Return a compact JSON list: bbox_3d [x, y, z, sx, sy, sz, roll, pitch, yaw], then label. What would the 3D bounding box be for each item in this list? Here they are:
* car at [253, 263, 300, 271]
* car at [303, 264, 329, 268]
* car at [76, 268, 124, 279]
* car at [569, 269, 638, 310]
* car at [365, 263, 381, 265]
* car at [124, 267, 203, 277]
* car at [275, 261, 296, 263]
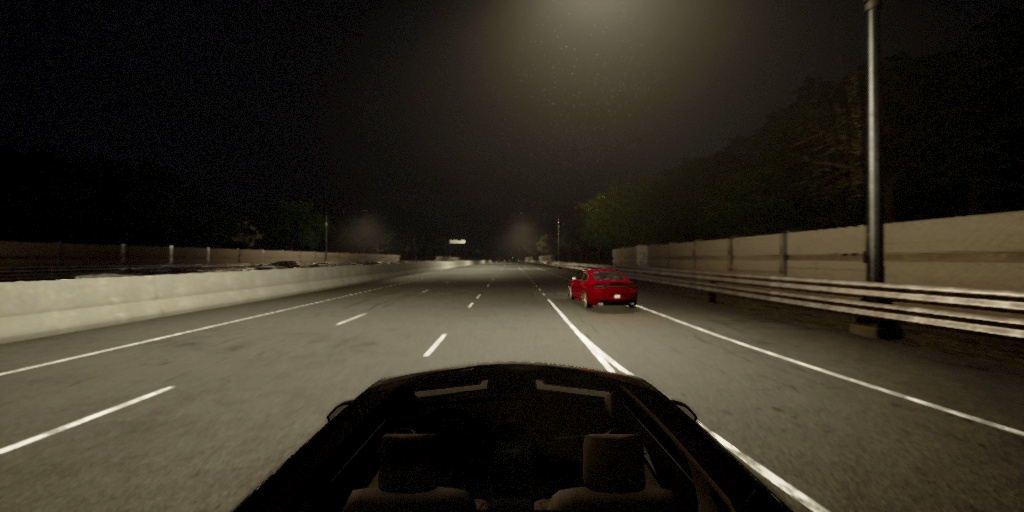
[{"bbox_3d":[-17.578,1.435,25.935,1.812,1.442,4.674,0,0,0],"label":"car"},{"bbox_3d":[-24.564,1.637,45.216,1.895,1.301,4.718,0,0,0],"label":"car"},{"bbox_3d":[-28.078,1.512,25.917,1.895,1.301,4.718,0,0,0],"label":"car"},{"bbox_3d":[3.726,1.313,15.361,1.882,1.535,5.008,0,0,-1],"label":"car"},{"bbox_3d":[-17.580,1.559,45.005,1.812,1.442,4.674,0,-1,0],"label":"car"},{"bbox_3d":[-24.579,1.474,25.892,1.994,1.385,4.181,0,0,0],"label":"car"},{"bbox_3d":[-28.078,1.378,43.845,2.097,1.767,4.553,0,0,0],"label":"car"}]
